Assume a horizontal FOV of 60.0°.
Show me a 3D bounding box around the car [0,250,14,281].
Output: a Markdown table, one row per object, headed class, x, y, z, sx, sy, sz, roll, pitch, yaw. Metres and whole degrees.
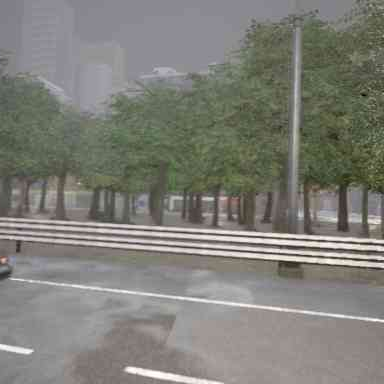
| class | x | y | z | sx | sy | sz | roll | pitch | yaw |
| --- | --- | --- | --- | --- | --- | --- | --- | --- | --- |
| car | -7.000 | 1.571 | 7.915 | 5.357 | 1.411 | 2.033 | 2 | -2 | 15 |
